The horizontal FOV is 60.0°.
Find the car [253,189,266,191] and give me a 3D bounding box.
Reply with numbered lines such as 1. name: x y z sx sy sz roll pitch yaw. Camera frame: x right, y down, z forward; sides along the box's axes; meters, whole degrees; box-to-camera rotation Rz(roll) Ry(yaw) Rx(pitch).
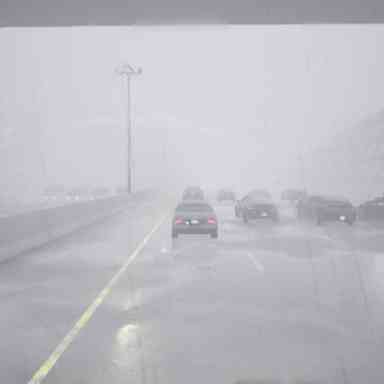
1. car: 7.107 0.362 35.212 1.994 1.385 4.181 0 2 0

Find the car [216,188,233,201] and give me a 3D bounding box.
1. car: 3.593 0.310 35.602 1.812 1.442 4.674 0 2 0

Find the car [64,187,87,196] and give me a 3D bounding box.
1. car: -17.490 -0.073 51.044 1.895 1.301 4.718 0 2 0

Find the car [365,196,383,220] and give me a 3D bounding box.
1. car: 10.602 0.905 17.501 1.837 1.490 4.892 0 2 0

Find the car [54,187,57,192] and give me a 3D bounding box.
1. car: -20.990 -0.471 51.062 1.994 1.385 4.181 0 2 0

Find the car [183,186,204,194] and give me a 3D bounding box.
1. car: 0.106 0.190 34.035 2.097 1.767 4.553 0 2 0

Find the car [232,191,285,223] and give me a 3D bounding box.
1. car: 3.604 0.878 18.908 1.812 1.442 4.674 0 2 0

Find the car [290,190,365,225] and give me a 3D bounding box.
1. car: 7.104 0.884 18.099 1.837 1.490 4.892 0 2 0

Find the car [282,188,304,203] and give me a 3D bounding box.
1. car: 10.607 0.326 34.510 1.837 1.490 4.892 0 2 0

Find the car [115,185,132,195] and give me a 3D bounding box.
1. car: -10.490 -0.345 51.064 1.882 1.535 5.008 0 2 0

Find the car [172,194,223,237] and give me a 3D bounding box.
1. car: 0.103 1.047 14.556 2.033 1.411 5.357 0 2 0

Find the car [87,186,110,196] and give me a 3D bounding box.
1. car: -13.990 -0.227 51.039 1.895 1.301 4.718 0 2 0
